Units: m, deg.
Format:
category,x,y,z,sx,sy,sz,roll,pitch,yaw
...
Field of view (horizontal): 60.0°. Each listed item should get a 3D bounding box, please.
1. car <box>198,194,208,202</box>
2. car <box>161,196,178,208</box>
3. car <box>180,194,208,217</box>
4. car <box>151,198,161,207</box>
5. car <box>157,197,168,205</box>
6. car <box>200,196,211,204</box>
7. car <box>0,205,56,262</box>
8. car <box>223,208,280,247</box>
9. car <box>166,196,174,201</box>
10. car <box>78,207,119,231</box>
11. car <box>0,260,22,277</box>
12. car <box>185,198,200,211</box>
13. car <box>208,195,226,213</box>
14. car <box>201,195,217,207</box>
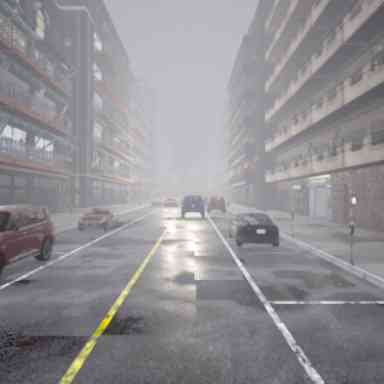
category,x,y,z,sx,sy,sz,roll,pitch,yaw
car,2.710,1.469,81.898,2.192,1.841,5.009,1,0,0
car,-3.074,1.564,48.803,1.882,1.535,5.008,0,0,0
car,0.097,1.276,31.591,2.150,2.045,5.566,0,0,0
car,-5.676,1.648,54.091,2.008,1.369,4.403,1,0,0
car,-5.675,1.644,65.058,1.752,1.417,4.829,1,0,0
car,2.706,1.560,65.193,1.967,1.590,4.097,1,0,0
car,-5.676,1.331,9.548,2.192,1.841,5.009,1,0,0
car,2.701,1.592,15.082,1.947,1.339,4.313,1,0,0
car,-5.673,1.690,87.328,1.752,1.417,4.829,1,0,0
car,-5.679,1.617,20.684,1.802,1.307,4.206,1,0,0
car,-3.102,1.550,1.345,2.033,1.411,5.357,0,0,0
car,0.048,1.602,43.172,1.812,1.442,4.674,0,0,1
car,2.706,1.381,37.354,2.192,1.841,5.009,1,0,0
car,2.707,1.412,54.057,2.192,1.841,5.009,1,0,0
